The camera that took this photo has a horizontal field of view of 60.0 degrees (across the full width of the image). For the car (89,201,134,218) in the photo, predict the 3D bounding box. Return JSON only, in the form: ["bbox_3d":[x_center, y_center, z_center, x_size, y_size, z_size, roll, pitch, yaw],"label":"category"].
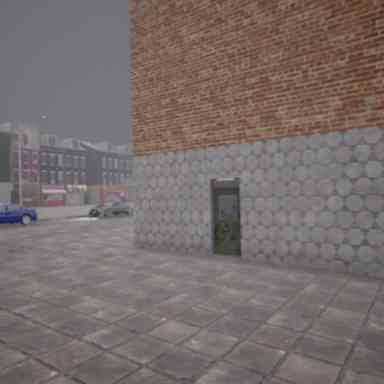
[{"bbox_3d":[-7.316,1.536,30.356,1.994,1.385,4.181,-2,-1,35],"label":"car"}]

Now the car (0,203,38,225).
[{"bbox_3d":[-13.004,1.555,22.285,1.882,1.535,5.008,-2,-1,35],"label":"car"}]
